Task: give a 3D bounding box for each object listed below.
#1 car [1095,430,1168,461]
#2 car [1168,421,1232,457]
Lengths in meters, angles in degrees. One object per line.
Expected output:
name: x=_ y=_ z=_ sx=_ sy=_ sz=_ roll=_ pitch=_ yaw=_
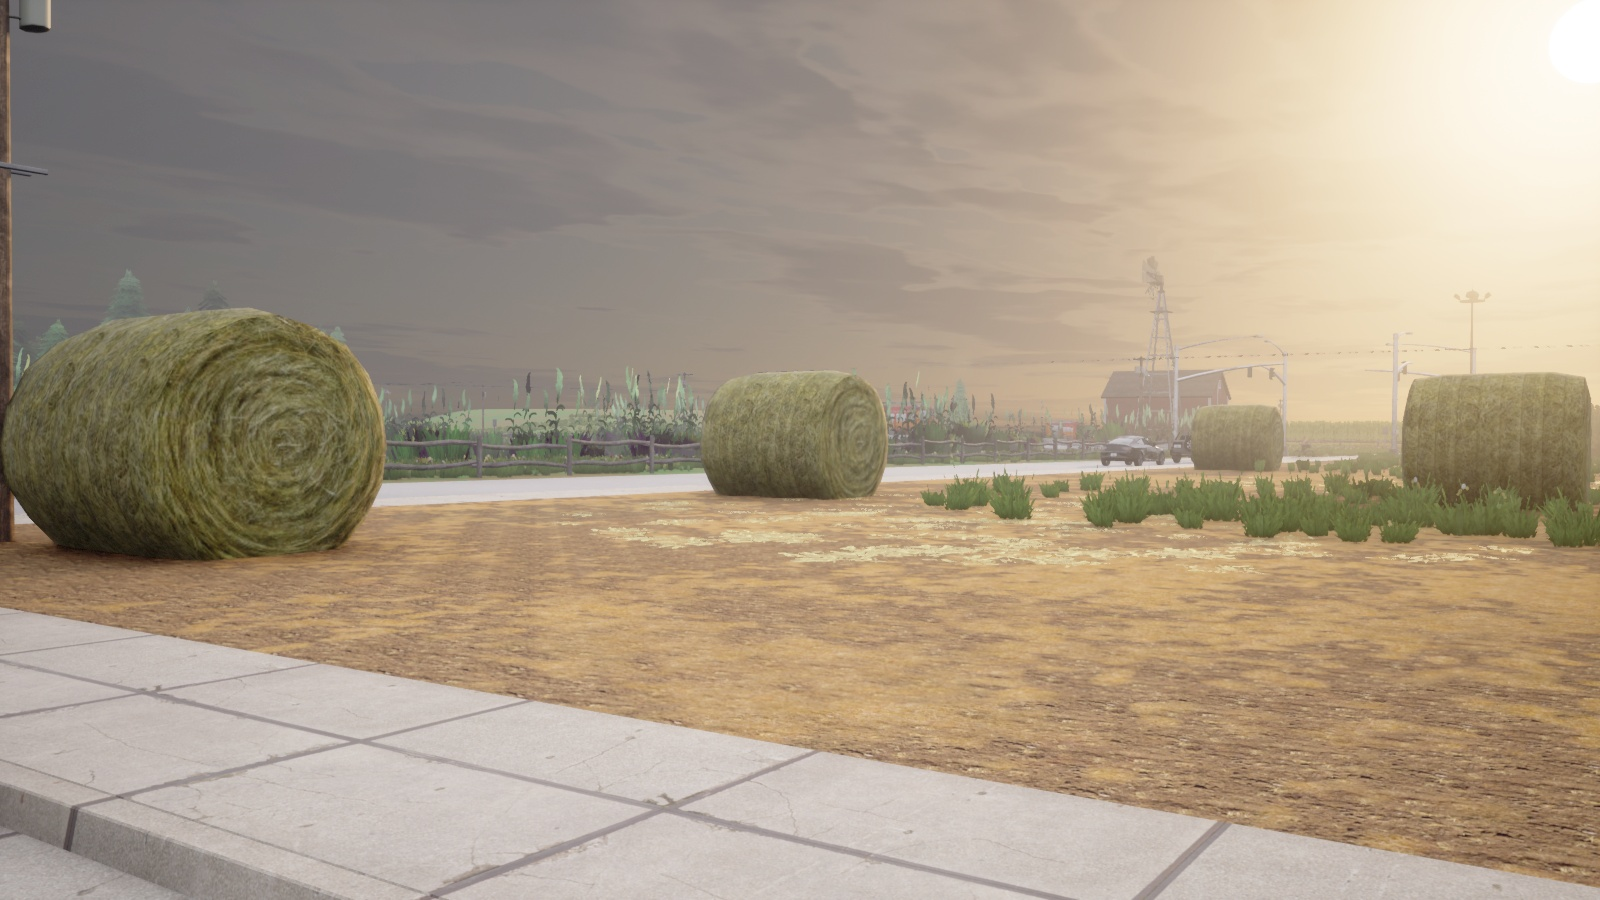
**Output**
car: x=15.937 y=-0.244 z=60.201 sx=1.812 sy=1.442 sz=4.674 roll=0 pitch=1 yaw=36
car: x=21.696 y=-0.612 z=68.016 sx=1.932 sy=1.855 sz=4.605 roll=0 pitch=1 yaw=36
